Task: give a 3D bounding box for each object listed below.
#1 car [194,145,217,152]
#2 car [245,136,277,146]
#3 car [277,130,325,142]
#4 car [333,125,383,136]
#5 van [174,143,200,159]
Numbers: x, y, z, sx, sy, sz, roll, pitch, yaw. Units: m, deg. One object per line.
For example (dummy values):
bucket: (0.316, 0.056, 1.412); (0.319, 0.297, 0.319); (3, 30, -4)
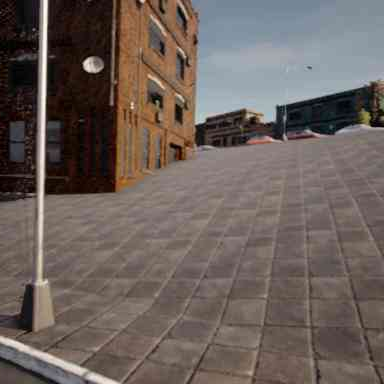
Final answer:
car: (2.127, -5.743, 46.389); (2.231, 1.521, 4.892); (1, 2, -33)
car: (8.069, -5.459, 37.116); (2.185, 1.767, 4.553); (1, 2, -33)
car: (11.044, -5.247, 32.470); (2.185, 1.767, 4.553); (1, 2, -33)
car: (14.098, -4.860, 27.698); (2.002, 1.452, 4.674); (1, 2, -33)
van: (-0.775, -6.163, 50.926); (1.878, 1.987, 4.442); (1, 2, -33)
